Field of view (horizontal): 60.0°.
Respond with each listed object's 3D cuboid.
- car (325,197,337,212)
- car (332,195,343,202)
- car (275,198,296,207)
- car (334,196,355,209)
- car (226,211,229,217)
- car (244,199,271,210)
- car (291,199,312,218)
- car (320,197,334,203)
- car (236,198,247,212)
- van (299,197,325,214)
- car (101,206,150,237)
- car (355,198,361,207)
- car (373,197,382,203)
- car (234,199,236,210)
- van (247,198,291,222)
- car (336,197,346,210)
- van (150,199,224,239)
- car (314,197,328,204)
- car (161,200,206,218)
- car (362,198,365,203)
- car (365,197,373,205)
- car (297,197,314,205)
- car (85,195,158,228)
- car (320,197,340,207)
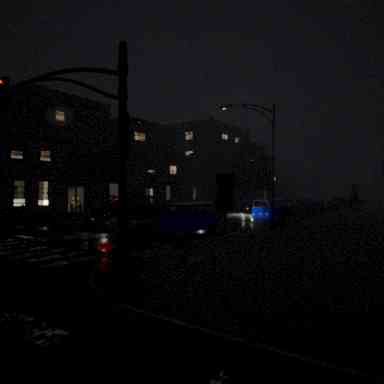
[{"bbox_3d":[15.879,1.671,40.379,1.752,1.417,4.829,0,0,35],"label":"car"},{"bbox_3d":[37.529,1.711,85.723,1.967,1.590,4.097,0,0,35],"label":"car"},{"bbox_3d":[15.291,1.665,54.108,1.887,1.381,4.507,0,0,35],"label":"car"},{"bbox_3d":[22.136,1.497,49.273,2.192,1.841,5.009,0,0,35],"label":"car"},{"bbox_3d":[1.551,1.529,30.064,1.882,1.535,5.008,1,0,35],"label":"car"},{"bbox_3d":[8.937,1.628,45.077,1.887,1.381,4.507,0,0,35],"label":"car"},{"bbox_3d":[9.427,1.655,31.206,1.887,1.381,4.507,0,0,35],"label":"car"},{"bbox_3d":[31.174,1.791,76.690,1.947,1.339,4.313,0,0,35],"label":"car"},{"bbox_3d":[7.509,1.574,38.520,2.128,1.511,4.902,1,0,35],"label":"car"},{"bbox_3d":[12.605,1.468,35.723,1.690,1.788,3.998,0,0,35],"label":"van"},{"bbox_3d":[-2.489,1.646,18.667,1.895,1.301,4.718,1,0,35],"label":"car"},{"bbox_3d":[25.313,1.516,53.790,2.192,1.841,5.009,0,0,35],"label":"car"},{"bbox_3d":[44.373,1.899,80.887,1.947,1.339,4.313,0,0,35],"label":"car"},{"bbox_3d":[5.762,1.506,40.560,1.967,1.590,4.097,0,0,35],"label":"car"},{"bbox_3d":[6.252,1.435,26.691,1.690,1.788,3.998,0,0,35],"label":"van"},{"bbox_3d":[18.958,1.729,44.756,1.947,1.339,4.313,0,0,35],"label":"car"},{"bbox_3d":[-0.102,1.406,17.658,1.690,1.788,3.998,0,0,35],"label":"van"},{"bbox_3d":[27.900,1.727,72.035,1.752,1.417,4.829,0,0,35],"label":"car"},{"bbox_3d":[-0.691,1.557,31.387,1.752,1.417,4.829,0,0,35],"label":"car"},{"bbox_3d":[28.587,1.747,58.445,1.752,1.417,4.829,0,0,35],"label":"car"},{"bbox_3d":[34.842,1.809,67.338,1.887,1.381,4.507,0,0,35],"label":"car"},{"bbox_3d":[21.645,1.704,63.141,1.887,1.381,4.507,0,0,35],"label":"car"},{"bbox_3d":[-4.262,1.247,21.802,2.150,2.045,5.566,1,0,35],"label":"car"},{"bbox_3d":[22.770,1.657,54.674,1.882,1.535,5.008,1,0,35],"label":"car"}]
